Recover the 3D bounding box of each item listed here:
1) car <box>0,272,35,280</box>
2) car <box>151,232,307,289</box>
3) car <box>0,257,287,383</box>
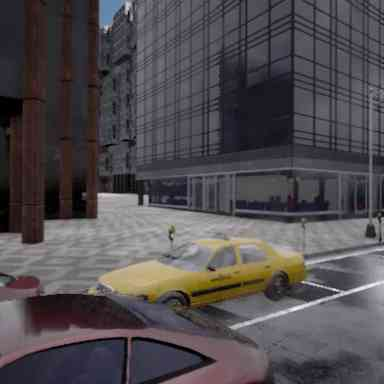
[{"bbox_3d":[-3.907,1.572,3.868,4.206,1.307,1.802,1,0,-35],"label":"car"},{"bbox_3d":[0.389,1.561,6.917,4.829,1.417,1.752,1,0,-35],"label":"car"},{"bbox_3d":[-1.300,1.565,2.330,4.181,1.385,1.994,1,0,-35],"label":"car"}]
